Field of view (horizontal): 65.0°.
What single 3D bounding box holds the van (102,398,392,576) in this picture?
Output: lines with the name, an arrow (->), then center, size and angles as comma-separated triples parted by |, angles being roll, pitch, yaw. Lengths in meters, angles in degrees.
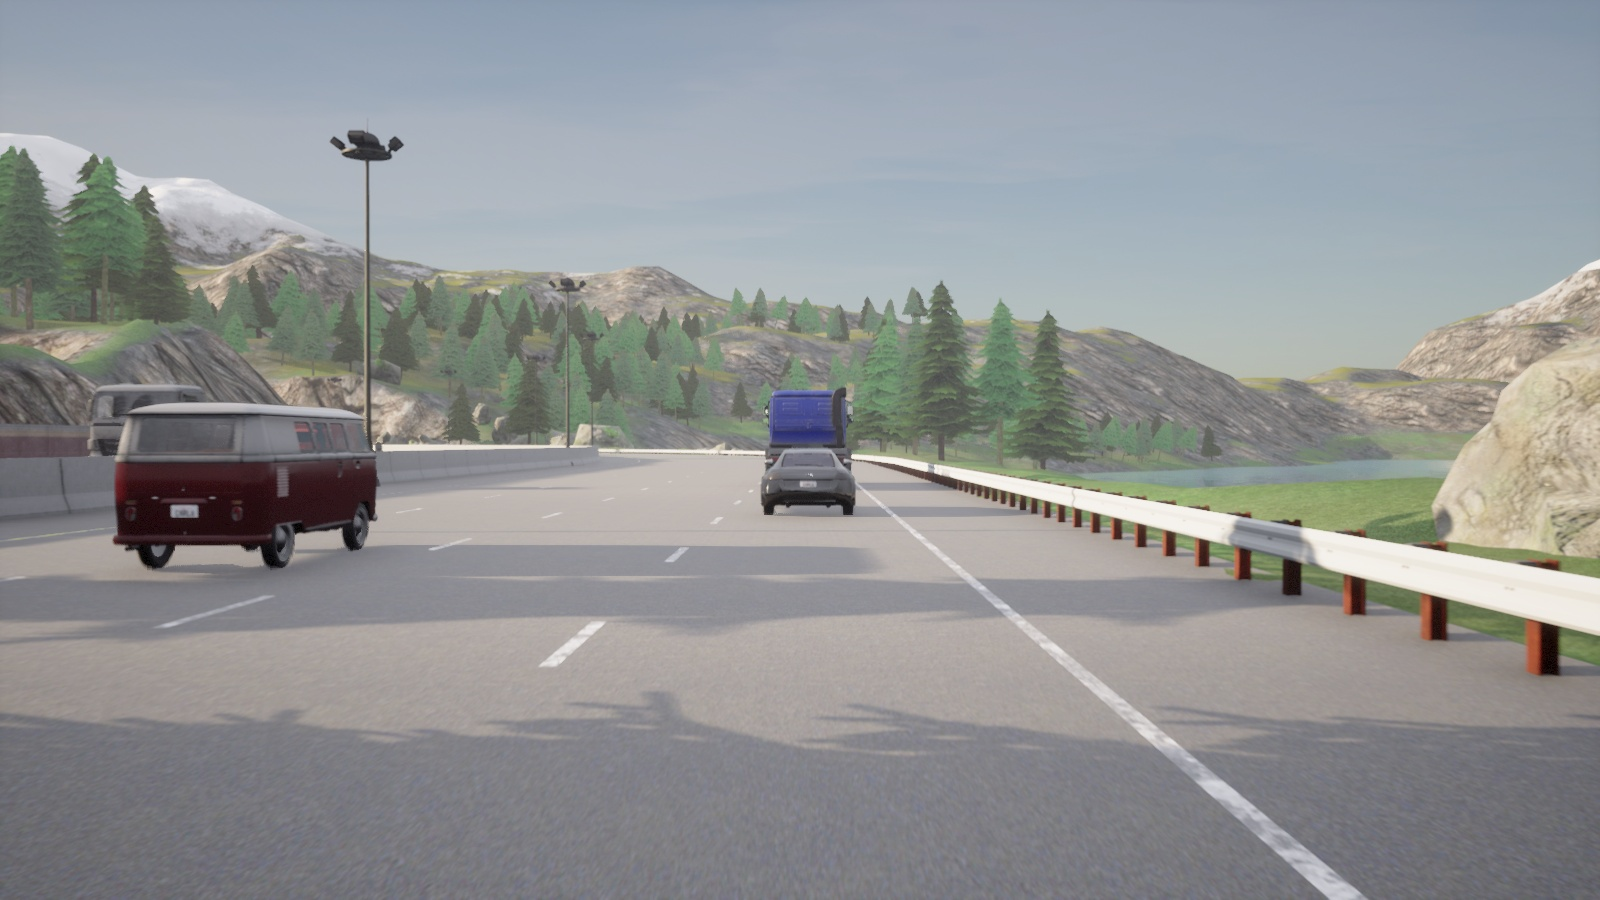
van -> -6.889, 0.394, 16.226 | 1.775, 1.987, 4.442 | 0, 0, 0

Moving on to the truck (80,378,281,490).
truck -> -20.734, -0.515, 42.688 | 2.891, 3.462, 7.936 | 0, 0, 0

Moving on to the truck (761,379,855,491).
truck -> 0.268, -0.499, 42.915 | 2.891, 3.462, 7.936 | 0, 0, 0

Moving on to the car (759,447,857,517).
car -> 0.177, 0.641, 27.498 | 1.994, 1.385, 4.181 | 0, 0, 0
